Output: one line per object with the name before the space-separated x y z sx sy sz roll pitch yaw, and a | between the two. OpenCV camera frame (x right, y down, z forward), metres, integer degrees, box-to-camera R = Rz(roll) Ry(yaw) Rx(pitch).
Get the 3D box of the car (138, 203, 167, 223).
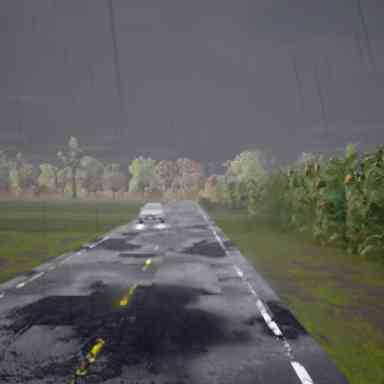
car | -2.954 1.571 25.818 1.812 1.442 4.674 0 0 0
